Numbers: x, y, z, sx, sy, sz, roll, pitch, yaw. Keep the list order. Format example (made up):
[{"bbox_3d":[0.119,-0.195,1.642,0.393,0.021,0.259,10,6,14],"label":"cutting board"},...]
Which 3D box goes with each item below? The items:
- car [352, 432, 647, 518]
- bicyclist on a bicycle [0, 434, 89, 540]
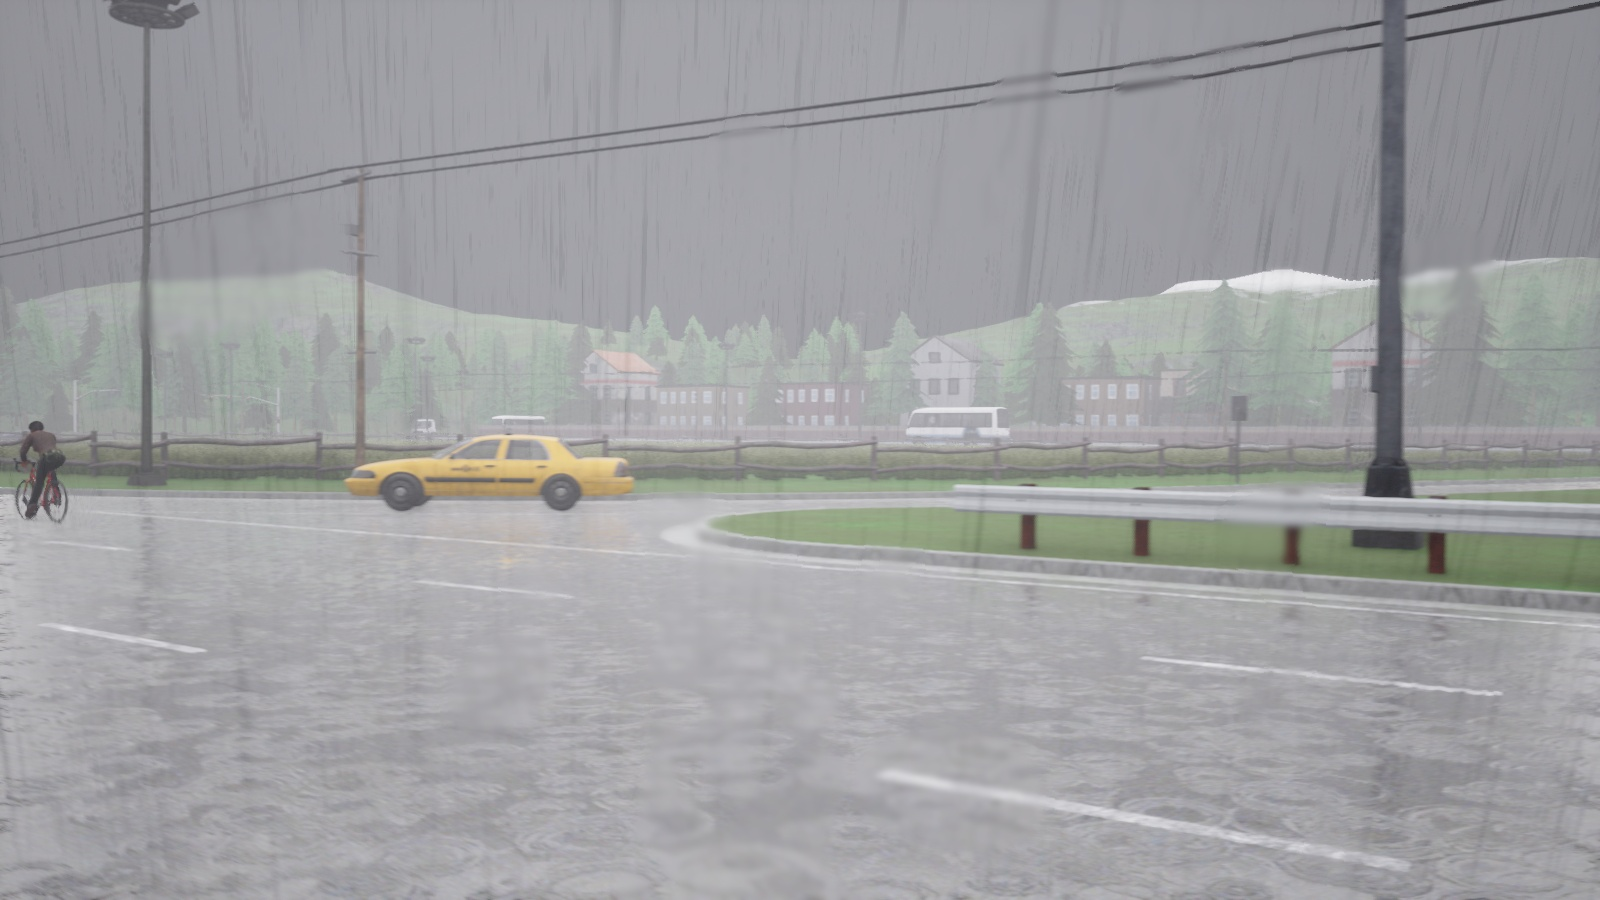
[{"bbox_3d":[-5.680,0.444,24.319,5.366,1.575,1.801,0,1,-8],"label":"car"},{"bbox_3d":[-12.111,0.577,20.074,1.656,1.620,0.582,-1,1,34],"label":"bicyclist on a bicycle"}]
